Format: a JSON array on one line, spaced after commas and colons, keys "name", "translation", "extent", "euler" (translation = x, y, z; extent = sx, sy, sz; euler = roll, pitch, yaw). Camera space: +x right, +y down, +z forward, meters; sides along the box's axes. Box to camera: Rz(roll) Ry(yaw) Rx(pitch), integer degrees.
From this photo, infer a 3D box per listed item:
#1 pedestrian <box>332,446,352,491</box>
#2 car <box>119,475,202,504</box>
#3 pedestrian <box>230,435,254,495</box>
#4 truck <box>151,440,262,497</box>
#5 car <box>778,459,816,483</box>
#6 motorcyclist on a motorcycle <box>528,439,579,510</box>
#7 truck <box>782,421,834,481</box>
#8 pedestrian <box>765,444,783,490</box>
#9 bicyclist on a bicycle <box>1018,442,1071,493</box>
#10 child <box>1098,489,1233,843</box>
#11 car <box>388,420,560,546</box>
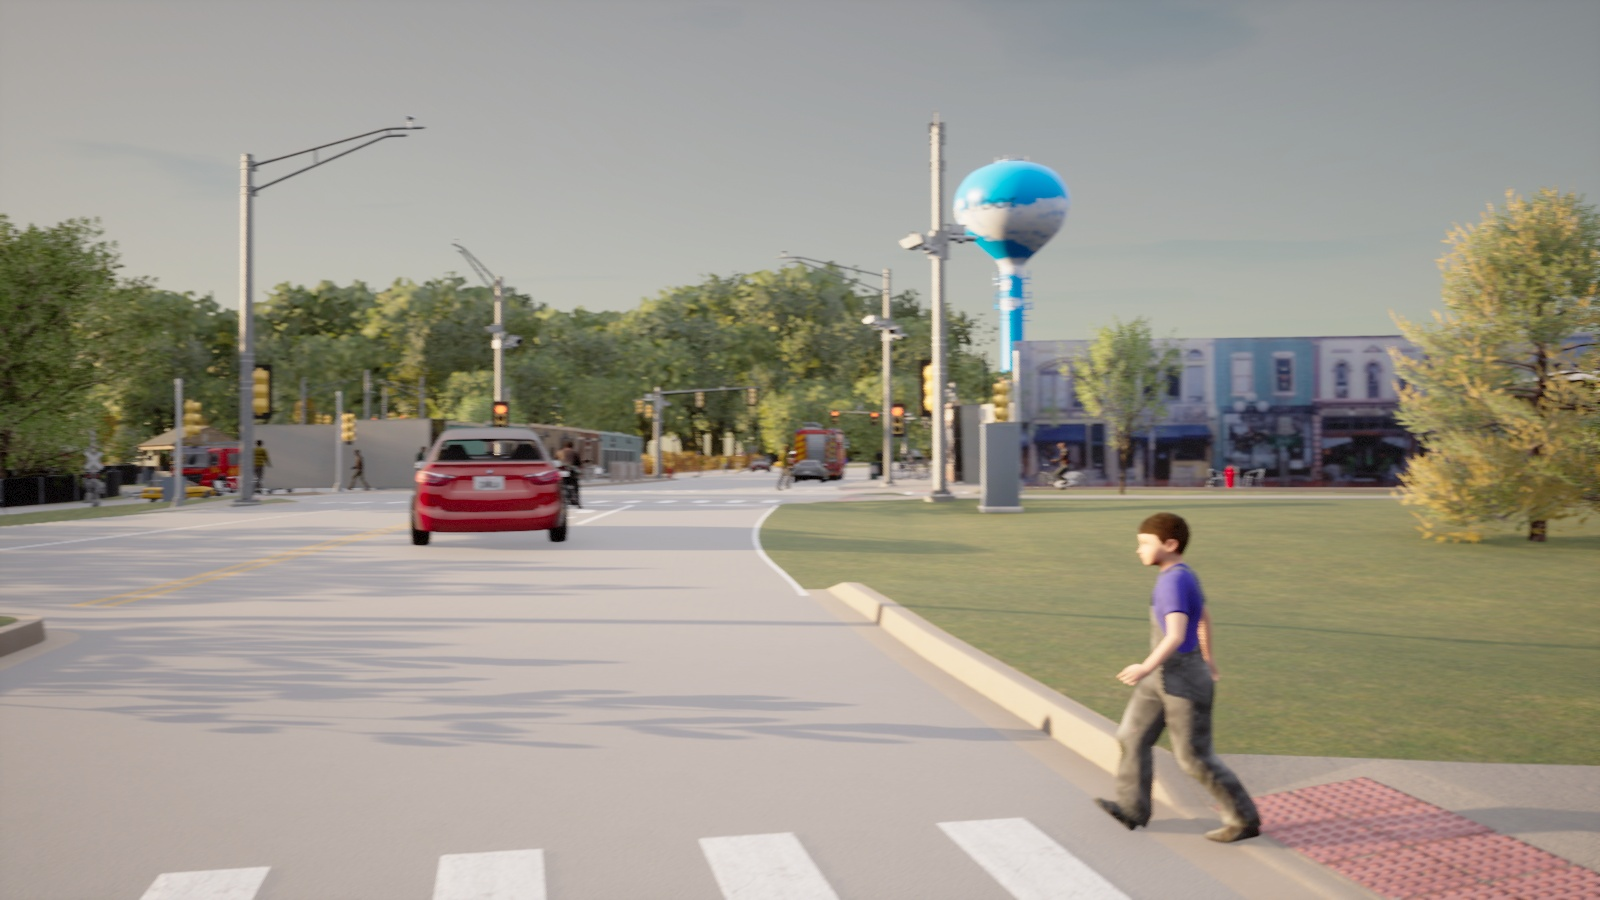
[{"name": "pedestrian", "translation": [-19.163, 0.772, 52.575], "extent": [0.703, 1.840, 0.431], "euler": [0, -1, -3]}, {"name": "car", "translation": [-40.479, 2.454, 79.643], "extent": [1.801, 1.575, 5.366], "euler": [0, 1, 11]}, {"name": "pedestrian", "translation": [-17.403, 0.467, 39.179], "extent": [0.431, 1.840, 0.709], "euler": [0, -1, -2]}, {"name": "truck", "translation": [-42.353, 1.239, 89.942], "extent": [2.891, 3.827, 8.468], "euler": [-1, 1, 8]}, {"name": "car", "translation": [-0.144, 1.246, 75.122], "extent": [1.994, 1.385, 4.181], "euler": [0, -1, 4]}, {"name": "motorcyclist on a motorcycle", "translation": [-5.478, 0.531, 28.013], "extent": [0.797, 1.523, 2.044], "euler": [0, -1, -2]}, {"name": "truck", "translation": [0.601, 0.105, 85.003], "extent": [2.891, 3.827, 8.468], "euler": [0, -1, 5]}, {"name": "pedestrian", "translation": [-1.043, 0.677, 50.411], "extent": [0.726, 1.835, 0.370], "euler": [0, -1, 1]}, {"name": "bicyclist on a bicycle", "translation": [8.592, 0.614, 44.184], "extent": [1.843, 1.776, 0.659], "euler": [0, -1, 9]}, {"name": "child", "translation": [1.351, 0.780, 4.676], "extent": [0.437, 1.263, 0.270], "euler": [0, -1, 8]}, {"name": "car", "translation": [-4.967, 0.412, 19.183], "extent": [2.242, 1.667, 4.611], "euler": [0, 1, -15]}]
